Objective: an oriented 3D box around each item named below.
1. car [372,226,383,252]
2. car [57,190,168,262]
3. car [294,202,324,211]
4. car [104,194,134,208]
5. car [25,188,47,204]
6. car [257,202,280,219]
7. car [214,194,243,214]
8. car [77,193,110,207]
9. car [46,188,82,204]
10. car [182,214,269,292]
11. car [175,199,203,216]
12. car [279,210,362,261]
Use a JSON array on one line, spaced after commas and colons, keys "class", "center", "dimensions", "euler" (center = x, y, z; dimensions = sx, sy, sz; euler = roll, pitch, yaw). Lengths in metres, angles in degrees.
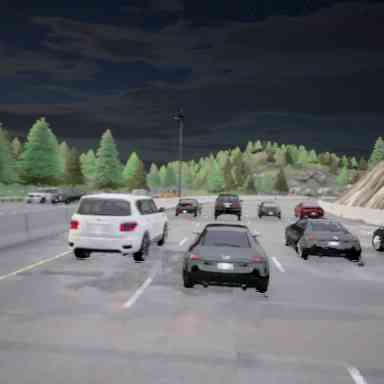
[{"class": "car", "center": [8.256, 1.693, 11.920], "dimensions": [1.837, 1.490, 4.892], "euler": [2, 0, 6]}, {"class": "car", "center": [-2.301, 1.092, 11.793], "dimensions": [2.150, 2.045, 5.566], "euler": [2, 0, 6]}, {"class": "car", "center": [10.449, 1.642, 29.957], "dimensions": [1.882, 1.535, 5.008], "euler": [2, 0, 9]}, {"class": "car", "center": [-8.973, 1.069, 41.548], "dimensions": [1.837, 1.490, 4.892], "euler": [2, 0, 11]}, {"class": "car", "center": [-19.262, 0.482, 43.572], "dimensions": [2.150, 2.045, 5.566], "euler": [2, 0, 11]}, {"class": "car", "center": [6.879, 1.583, 29.848], "dimensions": [1.812, 1.442, 4.674], "euler": [2, 0, 8]}, {"class": "car", "center": [3.129, 1.173, 28.362], "dimensions": [2.150, 2.045, 5.566], "euler": [2, 0, 8]}, {"class": "car", "center": [-12.403, 0.962, 42.233], "dimensions": [1.837, 1.490, 4.892], "euler": [2, 0, 11]}, {"class": "car", "center": [-15.833, 0.635, 42.887], "dimensions": [2.150, 2.045, 5.566], "euler": [2, 0, 11]}, {"class": "car", "center": [0.922, 1.545, 9.070], "dimensions": [1.994, 1.385, 4.181], "euler": [2, 0, 6]}, {"class": "car", "center": [-0.227, 1.350, 29.529], "dimensions": [1.837, 1.490, 4.892], "euler": [2, 0, 8]}, {"class": "car", "center": [4.829, 1.645, 12.813], "dimensions": [1.994, 1.385, 4.181], "euler": [2, 0, 6]}]
